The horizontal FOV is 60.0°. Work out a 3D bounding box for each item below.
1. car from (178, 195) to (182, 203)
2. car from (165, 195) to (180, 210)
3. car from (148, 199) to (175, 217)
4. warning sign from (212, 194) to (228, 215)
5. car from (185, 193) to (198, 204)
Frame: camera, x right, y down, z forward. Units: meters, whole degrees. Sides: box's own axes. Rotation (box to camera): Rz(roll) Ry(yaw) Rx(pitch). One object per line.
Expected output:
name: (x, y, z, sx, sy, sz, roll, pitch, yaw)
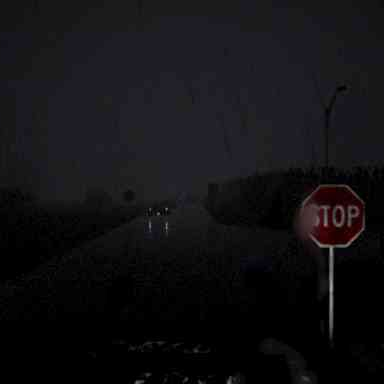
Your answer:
car: (-2.909, 1.378, 63.788, 1.837, 1.490, 4.892, 0, 0, 0)
car: (-2.940, 1.496, 42.288, 1.994, 1.385, 4.181, 0, 0, 0)
car: (-2.915, 1.557, 30.945, 1.895, 1.301, 4.718, 0, 0, 0)
warning sign: (2.383, 1.075, 28.932, 1.300, 1.860, 1.060, 0, 0, 0)
car: (-0.137, 1.231, 61.333, 2.097, 1.767, 4.553, 0, 0, 0)
